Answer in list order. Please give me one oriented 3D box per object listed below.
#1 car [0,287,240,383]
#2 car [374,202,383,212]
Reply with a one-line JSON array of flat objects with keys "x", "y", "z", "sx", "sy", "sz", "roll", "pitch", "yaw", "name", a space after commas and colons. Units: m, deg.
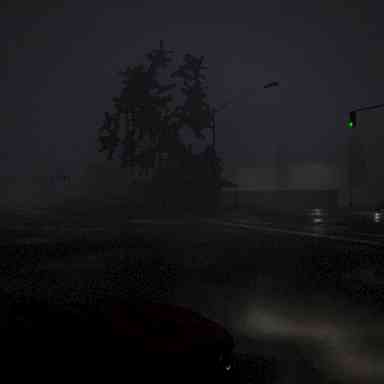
[{"x": -1.850, "y": 1.477, "z": 2.421, "sx": 5.008, "sy": 1.535, "sz": 1.882, "roll": 0, "pitch": 0, "yaw": -35, "name": "car"}, {"x": 22.414, "y": 1.561, "z": 36.926, "sx": 5.357, "sy": 1.411, "sz": 2.033, "roll": 0, "pitch": 0, "yaw": -35, "name": "car"}]
